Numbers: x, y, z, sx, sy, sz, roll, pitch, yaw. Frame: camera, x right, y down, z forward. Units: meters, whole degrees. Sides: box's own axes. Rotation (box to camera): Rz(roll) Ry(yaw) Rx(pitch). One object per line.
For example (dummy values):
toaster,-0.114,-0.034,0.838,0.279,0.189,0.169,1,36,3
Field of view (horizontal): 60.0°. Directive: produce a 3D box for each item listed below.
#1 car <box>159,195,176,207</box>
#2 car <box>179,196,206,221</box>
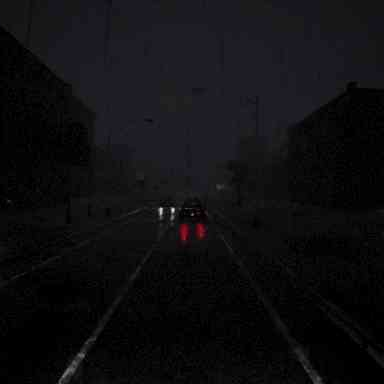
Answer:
car,-3.191,1.169,43.766,1.837,1.490,4.892,0,0,0
car,0.037,1.339,25.629,2.128,1.511,4.902,0,1,0
